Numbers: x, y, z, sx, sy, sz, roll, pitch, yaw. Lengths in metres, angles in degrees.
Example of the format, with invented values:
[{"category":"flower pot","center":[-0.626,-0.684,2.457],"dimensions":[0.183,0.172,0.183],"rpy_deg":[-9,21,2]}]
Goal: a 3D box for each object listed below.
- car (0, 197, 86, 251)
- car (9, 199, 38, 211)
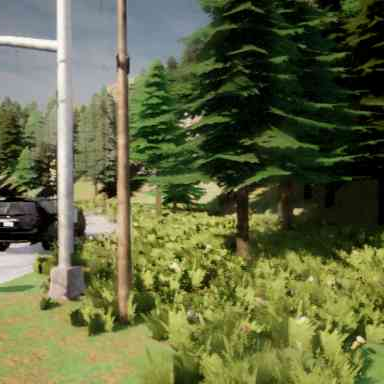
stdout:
[{"category":"car","center":[-6.352,1.218,14.251],"dimensions":[2.150,2.045,5.566],"rpy_deg":[-1,0,0]},{"category":"car","center":[-21.624,1.602,42.612],"dimensions":[4.674,1.442,1.812],"rpy_deg":[0,0,43]}]
